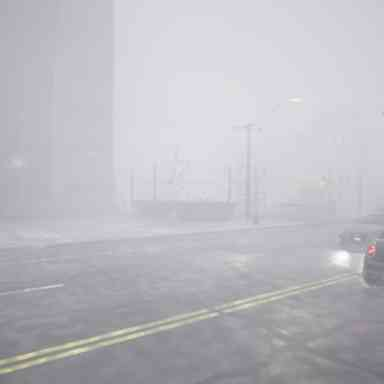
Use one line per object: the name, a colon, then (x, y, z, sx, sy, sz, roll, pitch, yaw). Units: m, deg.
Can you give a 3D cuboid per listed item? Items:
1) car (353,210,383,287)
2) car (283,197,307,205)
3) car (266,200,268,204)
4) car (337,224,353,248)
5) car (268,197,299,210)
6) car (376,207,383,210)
car: (6.295, 1.411, 8.259, 4.553, 1.767, 2.097, 0, 0, -35)
car: (19.708, 1.736, 63.392, 4.674, 1.452, 2.002, 0, 0, -36)
car: (16.801, 1.768, 67.393, 3.806, 1.475, 1.970, 0, 0, -36)
car: (8.010, 1.651, 14.007, 4.181, 1.385, 1.994, 0, 0, -36)
car: (12.800, 1.470, 44.332, 4.553, 1.767, 2.185, 0, 0, -36)
car: (13.133, 1.687, 21.963, 5.357, 1.411, 2.033, 0, 0, -35)
